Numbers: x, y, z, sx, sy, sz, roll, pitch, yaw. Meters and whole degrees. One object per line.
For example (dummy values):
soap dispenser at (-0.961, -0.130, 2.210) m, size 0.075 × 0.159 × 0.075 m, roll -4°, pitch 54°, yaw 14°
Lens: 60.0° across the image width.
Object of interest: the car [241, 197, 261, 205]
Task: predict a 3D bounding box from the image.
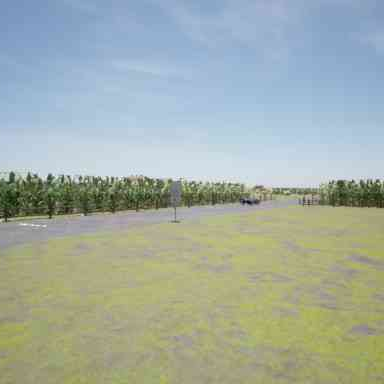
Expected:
car at (10.115, 1.573, 56.885) m, size 1.895 × 1.301 × 4.718 m, roll 0°, pitch 0°, yaw 31°
